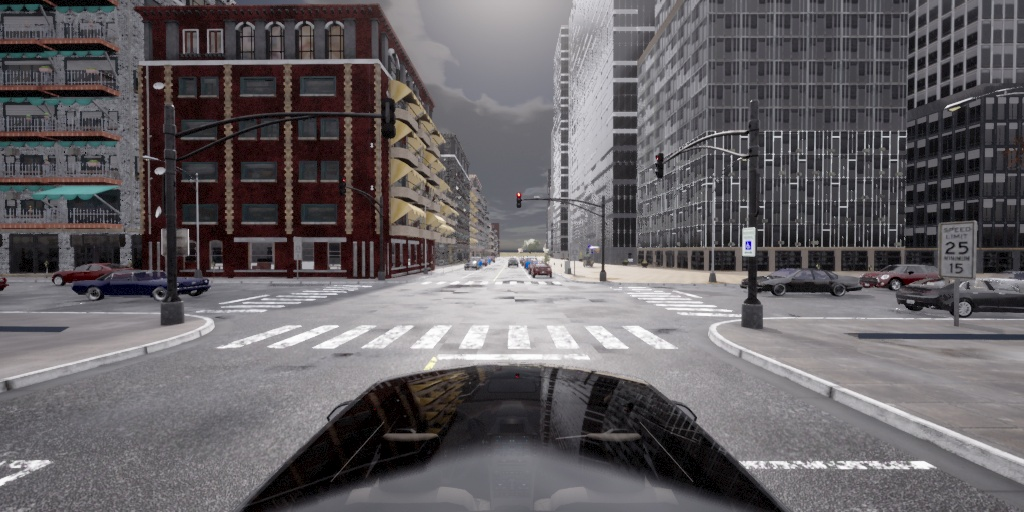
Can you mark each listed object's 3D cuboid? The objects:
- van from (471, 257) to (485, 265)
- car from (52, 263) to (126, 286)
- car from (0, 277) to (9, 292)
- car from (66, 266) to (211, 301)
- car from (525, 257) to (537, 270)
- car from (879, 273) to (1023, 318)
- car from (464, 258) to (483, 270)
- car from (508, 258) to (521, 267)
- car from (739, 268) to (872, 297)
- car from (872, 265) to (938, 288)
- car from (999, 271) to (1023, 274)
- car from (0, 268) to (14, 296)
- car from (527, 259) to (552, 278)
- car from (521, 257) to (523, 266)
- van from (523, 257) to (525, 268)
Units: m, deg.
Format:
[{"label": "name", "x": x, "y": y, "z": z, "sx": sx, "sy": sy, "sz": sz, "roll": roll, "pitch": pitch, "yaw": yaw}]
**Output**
[{"label": "van", "x": -5.574, "y": 1.033, "z": 55.972, "sx": 1.690, "sy": 1.789, "sz": 3.998, "roll": 0, "pitch": 0, "yaw": 0}, {"label": "car", "x": -25.812, "y": 1.109, "z": 22.356, "sx": 4.507, "sy": 1.381, "sz": 1.888, "roll": 0, "pitch": 0, "yaw": 1}, {"label": "car", "x": -22.598, "y": 1.259, "z": 13.692, "sx": 4.507, "sy": 1.381, "sz": 1.888, "roll": 0, "pitch": 0, "yaw": 1}, {"label": "car", "x": -16.644, "y": 1.299, "z": 16.304, "sx": 4.718, "sy": 1.301, "sz": 1.895, "roll": 0, "pitch": 1, "yaw": 1}, {"label": "car", "x": 2.738, "y": 1.157, "z": 39.049, "sx": 1.967, "sy": 1.591, "sz": 4.097, "roll": 0, "pitch": 0, "yaw": 0}, {"label": "car", "x": 16.739, "y": 1.445, "z": 13.066, "sx": 4.403, "sy": 1.370, "sz": 2.007, "roll": 0, "pitch": 0, "yaw": 1}, {"label": "car", "x": -5.586, "y": 1.267, "z": 50.326, "sx": 1.948, "sy": 1.339, "sz": 4.313, "roll": 0, "pitch": 0, "yaw": 0}, {"label": "car", "x": 0.235, "y": 1.279, "z": 64.045, "sx": 1.895, "sy": 1.301, "sz": 4.718, "roll": 0, "pitch": 0, "yaw": 0}, {"label": "car", "x": 15.225, "y": 1.341, "z": 19.002, "sx": 5.357, "sy": 1.411, "sz": 2.033, "roll": 0, "pitch": 1, "yaw": 1}, {"label": "car", "x": 23.417, "y": 1.229, "z": 21.599, "sx": 4.097, "sy": 1.591, "sz": 1.967, "roll": 0, "pitch": 0, "yaw": 1}, {"label": "car", "x": 26.579, "y": 1.448, "z": 18.816, "sx": 4.718, "sy": 1.301, "sz": 1.895, "roll": 0, "pitch": 1, "yaw": 1}, {"label": "car", "x": -26.523, "y": 1.254, "z": 16.463, "sx": 4.718, "sy": 1.301, "sz": 1.895, "roll": 0, "pitch": 1, "yaw": 1}, {"label": "car", "x": 2.725, "y": 1.270, "z": 33.404, "sx": 1.888, "sy": 1.381, "sz": 4.507, "roll": 0, "pitch": 0, "yaw": 0}, {"label": "car", "x": 2.774, "y": 1.238, "z": 55.988, "sx": 1.888, "sy": 1.381, "sz": 4.507, "roll": 0, "pitch": 0, "yaw": 0}, {"label": "van", "x": 2.762, "y": 1.042, "z": 50.342, "sx": 1.690, "sy": 1.789, "sz": 3.998, "roll": 0, "pitch": 0, "yaw": 0}]
